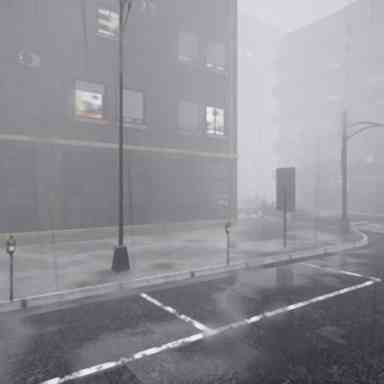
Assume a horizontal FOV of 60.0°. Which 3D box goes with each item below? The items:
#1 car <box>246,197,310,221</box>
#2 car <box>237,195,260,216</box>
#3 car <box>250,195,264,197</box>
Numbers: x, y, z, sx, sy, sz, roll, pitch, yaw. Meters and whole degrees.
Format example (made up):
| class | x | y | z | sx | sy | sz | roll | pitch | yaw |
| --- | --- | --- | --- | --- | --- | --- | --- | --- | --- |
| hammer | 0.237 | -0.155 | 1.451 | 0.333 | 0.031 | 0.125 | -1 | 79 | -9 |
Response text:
| class | x | y | z | sx | sy | sz | roll | pitch | yaw |
| --- | --- | --- | --- | --- | --- | --- | --- | --- | --- |
| car | 6.489 | 1.328 | 24.326 | 2.008 | 1.369 | 4.403 | 1 | 0 | -36 |
| car | 3.320 | 1.228 | 28.694 | 1.752 | 1.417 | 4.829 | 1 | 0 | -36 |
| car | 6.754 | 1.066 | 38.232 | 1.967 | 1.590 | 4.097 | 1 | 0 | -36 |
